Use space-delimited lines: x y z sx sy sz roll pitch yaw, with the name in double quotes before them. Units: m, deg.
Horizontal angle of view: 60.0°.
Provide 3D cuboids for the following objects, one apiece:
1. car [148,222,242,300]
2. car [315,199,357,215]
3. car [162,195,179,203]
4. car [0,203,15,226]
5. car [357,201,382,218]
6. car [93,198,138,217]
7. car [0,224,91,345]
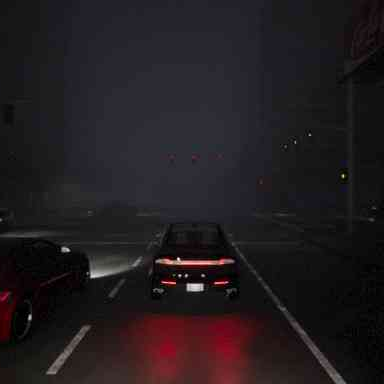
"car" 0.068 1.492 8.372 2.128 1.511 4.902 0 0 0
"car" 14.807 1.491 33.024 4.902 1.511 2.128 0 0 0
"car" -4.599 1.326 70.581 2.097 1.767 4.553 0 0 -27
"car" -13.017 1.223 19.929 5.566 2.045 2.150 0 -1 31
"car" 17.704 1.352 29.537 4.553 1.767 2.097 0 0 0
"car" -7.124 1.564 31.205 4.181 1.385 1.994 0 0 -44
"car" -3.442 1.564 6.395 1.994 1.385 4.181 0 0 0
